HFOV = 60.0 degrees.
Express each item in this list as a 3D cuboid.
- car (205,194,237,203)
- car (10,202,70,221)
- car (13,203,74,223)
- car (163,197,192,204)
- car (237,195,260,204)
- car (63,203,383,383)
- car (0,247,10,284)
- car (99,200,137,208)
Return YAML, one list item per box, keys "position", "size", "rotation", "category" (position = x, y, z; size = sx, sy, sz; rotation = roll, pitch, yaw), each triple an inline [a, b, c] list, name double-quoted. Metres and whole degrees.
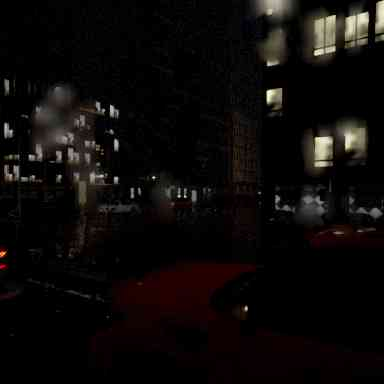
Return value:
- position: [4.321, 1.406, 51.689]
  size: [2.150, 2.045, 5.566]
  rotation: [1, 0, 37]
  category: "car"
- position: [-12.930, 1.617, 28.526]
  size: [1.994, 1.385, 4.181]
  rotation: [1, 0, 37]
  category: "car"
- position: [-11.053, 1.567, 25.726]
  size: [2.128, 1.511, 4.902]
  rotation: [1, 0, 37]
  category: "car"
- position: [-1.913, 1.490, 43.357]
  size: [2.097, 1.767, 4.553]
  rotation: [1, 0, 37]
  category: "car"
- position: [8.700, 1.446, 52.294]
  size: [2.150, 2.045, 5.566]
  rotation: [1, 0, 37]
  category: "car"
- position: [1.668, 1.221, 2.496]
  size: [5.566, 2.045, 2.150]
  rotation: [0, 0, 35]
  category: "car"
- position: [-6.238, 1.522, 8.109]
  size: [4.674, 1.442, 1.812]
  rotation: [0, 0, 35]
  category: "car"
- position: [-7.788, 1.619, 35.462]
  size: [1.812, 1.442, 4.674]
  rotation: [1, 0, 37]
  category: "car"
